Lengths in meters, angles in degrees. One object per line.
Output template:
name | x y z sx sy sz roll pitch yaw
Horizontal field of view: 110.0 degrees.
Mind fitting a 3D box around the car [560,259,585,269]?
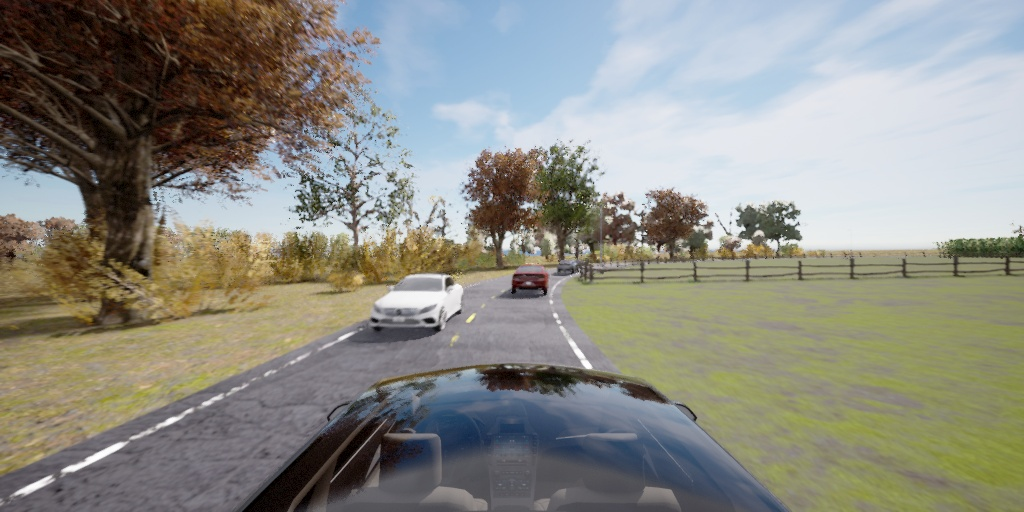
car | 8.697 1.106 51.274 1.895 1.301 4.718 0 1 30

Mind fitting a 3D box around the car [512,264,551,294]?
car | 1.160 1.215 20.434 1.882 1.535 5.008 0 0 8

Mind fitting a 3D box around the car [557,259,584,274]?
car | 6.305 1.146 39.438 2.128 1.511 4.902 0 1 22

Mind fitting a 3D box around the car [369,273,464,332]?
car | -2.638 1.270 11.001 1.812 1.442 4.674 0 0 3
